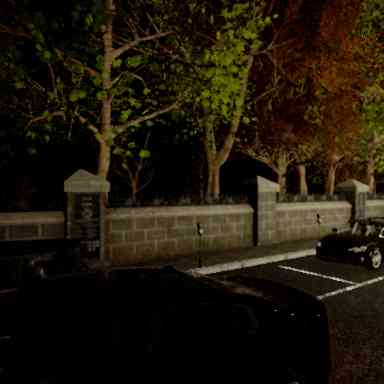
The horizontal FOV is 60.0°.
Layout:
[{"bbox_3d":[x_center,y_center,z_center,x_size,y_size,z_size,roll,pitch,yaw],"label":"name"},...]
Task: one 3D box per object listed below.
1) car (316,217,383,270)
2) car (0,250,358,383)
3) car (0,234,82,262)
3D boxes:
[{"bbox_3d":[5.801,1.516,10.772,4.403,1.369,2.008,0,0,-35],"label":"car"},{"bbox_3d":[-0.903,1.475,2.734,5.008,1.535,1.882,0,0,-35],"label":"car"},{"bbox_3d":[-3.181,1.441,4.291,4.097,1.590,1.967,0,0,-35],"label":"car"}]
